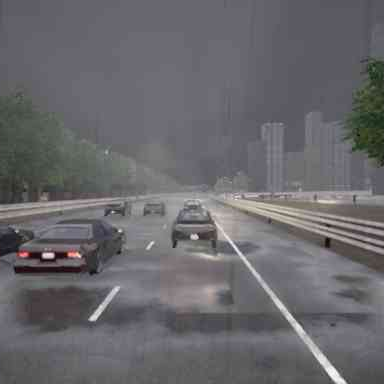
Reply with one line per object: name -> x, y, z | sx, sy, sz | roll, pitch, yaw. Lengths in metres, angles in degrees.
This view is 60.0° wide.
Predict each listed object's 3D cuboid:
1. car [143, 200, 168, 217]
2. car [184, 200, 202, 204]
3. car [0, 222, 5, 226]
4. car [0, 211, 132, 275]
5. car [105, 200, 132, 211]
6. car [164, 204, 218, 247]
car -> -3.410, 1.498, 31.377 | 2.128, 1.511, 4.902 | 0, 0, 0
car -> 0.090, 1.532, 32.458 | 1.812, 1.442, 4.674 | 0, 0, 0
car -> -6.903, 1.550, 10.334 | 2.033, 1.411, 5.357 | 0, 0, 0
car -> -3.403, 1.550, 10.370 | 2.033, 1.411, 5.357 | 0, 0, 0
car -> -6.910, 1.511, 31.524 | 1.837, 1.490, 4.892 | 0, 0, 0
car -> 0.095, 1.494, 14.982 | 2.128, 1.511, 4.902 | 0, 0, 0
